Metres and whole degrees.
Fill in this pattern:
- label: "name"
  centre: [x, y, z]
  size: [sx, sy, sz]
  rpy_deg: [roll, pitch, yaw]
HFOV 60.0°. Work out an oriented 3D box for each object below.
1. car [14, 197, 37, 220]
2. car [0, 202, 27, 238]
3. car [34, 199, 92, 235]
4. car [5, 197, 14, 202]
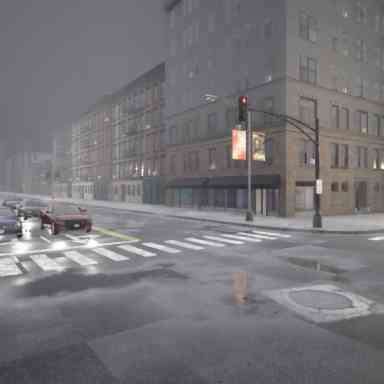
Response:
- label: "car"
  centre: [-12.360, 1.333, 25.973]
  size: [1.837, 1.490, 4.892]
  rpy_deg: [-1, 1, -35]
- label: "car"
  centre: [-9.624, 1.447, 16.397]
  size: [1.812, 1.442, 4.674]
  rpy_deg: [-1, 1, -35]
- label: "car"
  centre: [-7.103, 1.365, 18.427]
  size: [1.882, 1.535, 5.008]
  rpy_deg: [-1, 1, -35]
- label: "car"
  centre: [-18.293, 1.247, 34.501]
  size: [2.128, 1.511, 4.902]
  rpy_deg: [-1, 1, -35]
